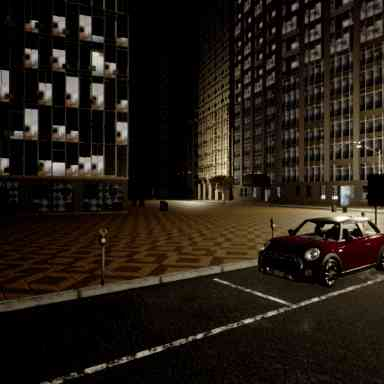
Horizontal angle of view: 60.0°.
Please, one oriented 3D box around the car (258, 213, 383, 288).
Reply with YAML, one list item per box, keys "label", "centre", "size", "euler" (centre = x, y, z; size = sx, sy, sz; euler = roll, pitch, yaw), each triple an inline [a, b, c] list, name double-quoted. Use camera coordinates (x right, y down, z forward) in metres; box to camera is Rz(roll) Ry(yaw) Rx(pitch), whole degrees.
- label: "car"
  centre: [3.710, 1.439, 9.208]
  size: [4.097, 1.590, 1.967]
  euler: [0, 0, -36]
